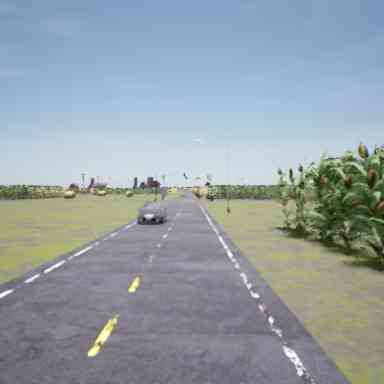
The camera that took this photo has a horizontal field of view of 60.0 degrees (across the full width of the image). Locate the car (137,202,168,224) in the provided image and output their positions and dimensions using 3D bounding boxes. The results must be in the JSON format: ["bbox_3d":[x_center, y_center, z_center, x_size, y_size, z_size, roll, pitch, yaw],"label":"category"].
[{"bbox_3d":[-2.846,1.486,24.486,2.128,1.511,4.902,0,0,0],"label":"car"}]
